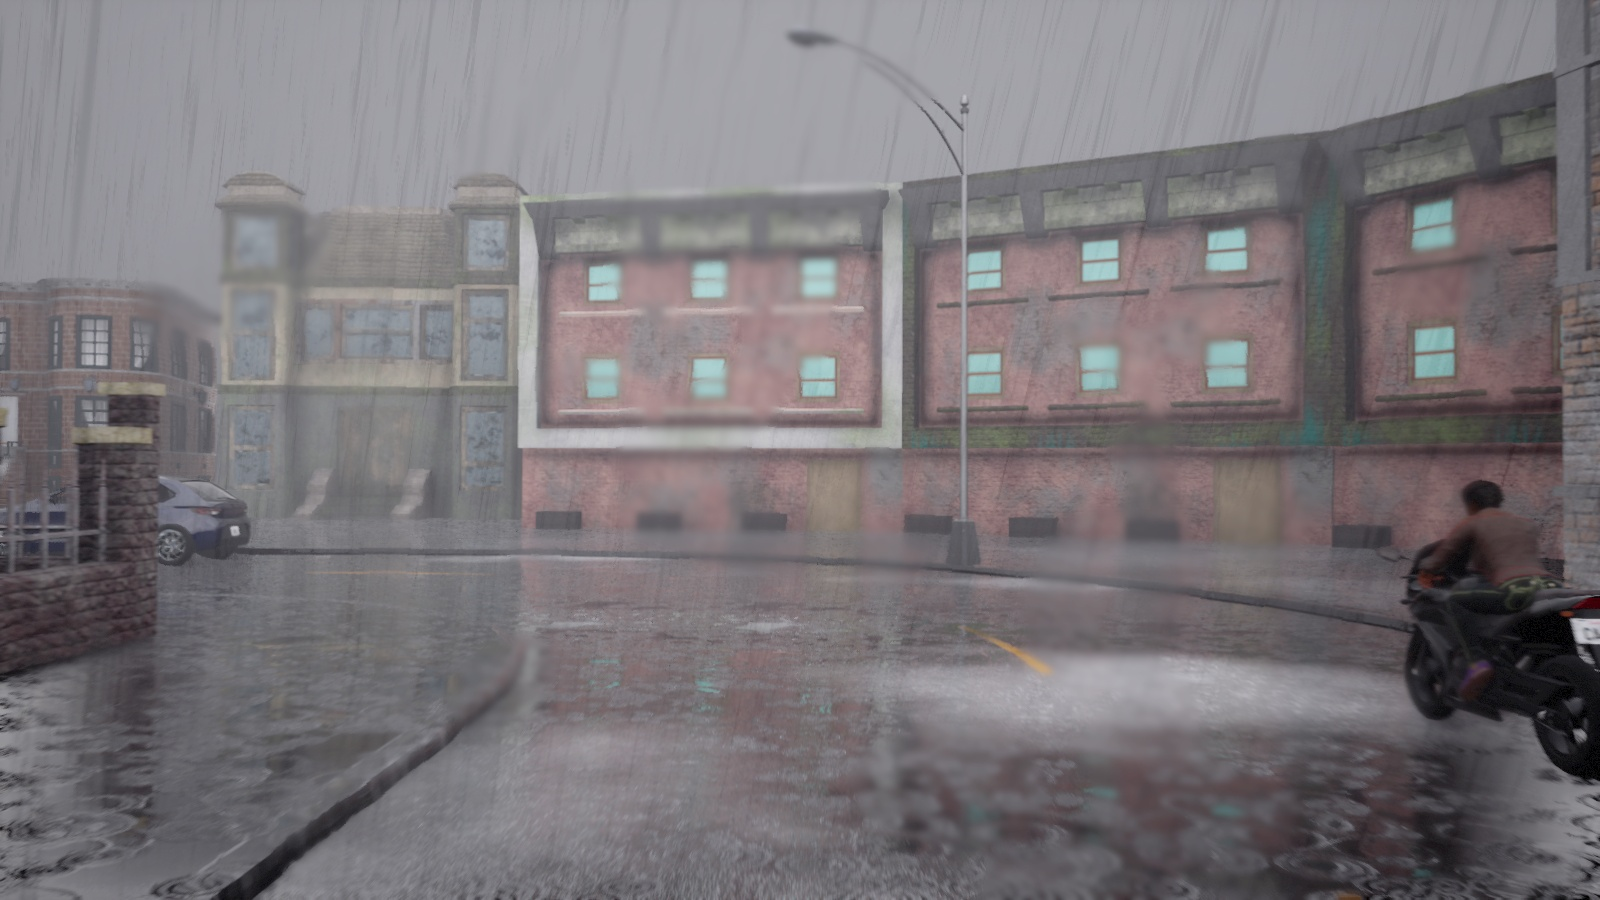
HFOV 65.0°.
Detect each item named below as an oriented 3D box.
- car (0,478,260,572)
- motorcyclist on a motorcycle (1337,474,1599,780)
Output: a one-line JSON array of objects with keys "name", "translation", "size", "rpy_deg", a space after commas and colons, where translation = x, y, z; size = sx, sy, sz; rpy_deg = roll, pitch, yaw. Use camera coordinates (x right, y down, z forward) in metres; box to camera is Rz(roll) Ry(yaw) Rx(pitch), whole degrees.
[{"name": "car", "translation": [-11.487, 1.224, 20.910], "size": [4.193, 1.474, 1.816], "rpy_deg": [0, -1, 1]}, {"name": "motorcyclist on a motorcycle", "translation": [3.974, 0.903, 7.316], "size": [0.797, 1.523, 2.044], "rpy_deg": [0, -1, 0]}]
